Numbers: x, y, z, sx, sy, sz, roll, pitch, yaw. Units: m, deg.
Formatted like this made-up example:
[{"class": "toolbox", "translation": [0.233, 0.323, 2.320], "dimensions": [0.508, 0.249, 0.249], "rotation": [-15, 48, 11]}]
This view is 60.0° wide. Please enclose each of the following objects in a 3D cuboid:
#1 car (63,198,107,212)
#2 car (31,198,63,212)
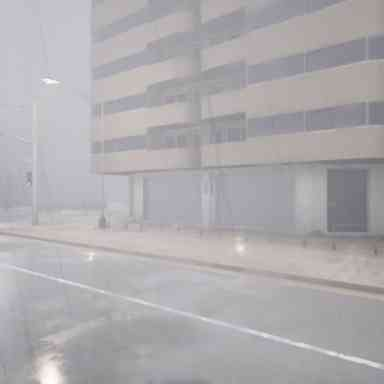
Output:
[{"class": "car", "translation": [-12.457, 1.522, 39.861], "dimensions": [1.837, 1.490, 4.892], "rotation": [0, 0, 37]}, {"class": "car", "translation": [-16.772, 1.524, 39.918], "dimensions": [1.837, 1.490, 4.892], "rotation": [0, 0, 37]}]
